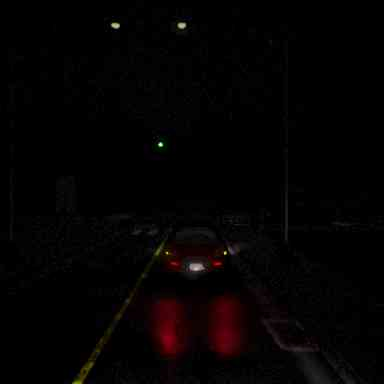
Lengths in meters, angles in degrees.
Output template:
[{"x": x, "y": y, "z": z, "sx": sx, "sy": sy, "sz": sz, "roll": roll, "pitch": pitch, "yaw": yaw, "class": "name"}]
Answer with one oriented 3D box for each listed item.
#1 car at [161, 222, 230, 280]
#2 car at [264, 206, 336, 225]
[{"x": 0.098, "y": 1.654, "z": 10.249, "sx": 1.812, "sy": 1.442, "sz": 4.674, "roll": 0, "pitch": -1, "yaw": 0, "class": "car"}, {"x": 8.522, "y": 1.843, "z": 26.525, "sx": 5.357, "sy": 1.411, "sz": 2.033, "roll": 0, "pitch": 0, "yaw": 5, "class": "car"}]
